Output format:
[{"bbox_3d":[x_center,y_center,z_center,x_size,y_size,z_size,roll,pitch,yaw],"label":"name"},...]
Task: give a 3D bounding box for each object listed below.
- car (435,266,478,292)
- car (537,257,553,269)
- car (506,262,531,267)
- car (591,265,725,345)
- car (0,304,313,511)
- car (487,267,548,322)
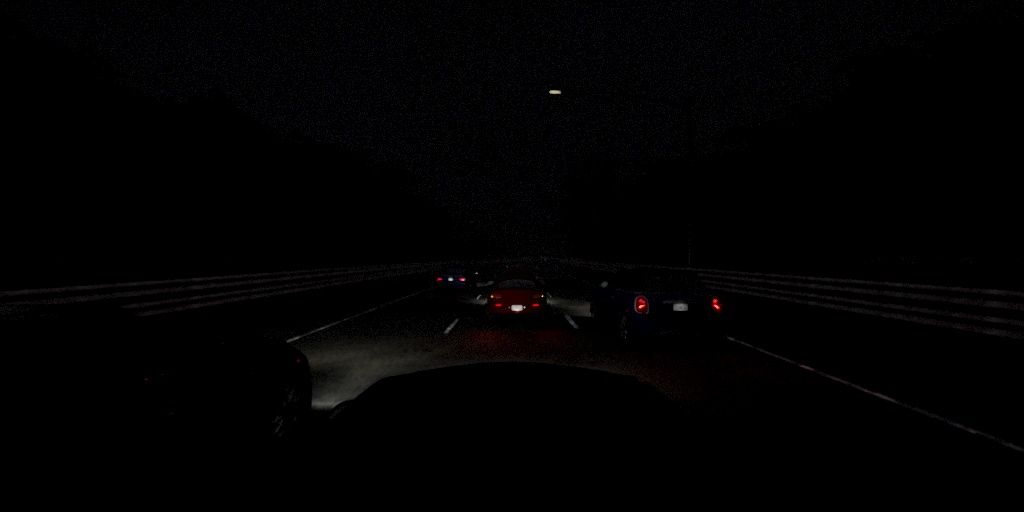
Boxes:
[{"bbox_3d":[-3.191,1.290,21.441,2.033,1.411,5.357,0,0,1],"label":"car"},{"bbox_3d":[5.215,1.375,59.511,2.128,1.511,4.902,0,0,3],"label":"car"},{"bbox_3d":[0.525,1.235,29.957,1.882,1.535,5.008,0,0,2],"label":"car"},{"bbox_3d":[3.542,1.096,9.620,2.097,1.767,4.553,0,0,1],"label":"car"},{"bbox_3d":[-3.388,1.099,2.357,2.097,1.767,4.553,0,0,0],"label":"car"},{"bbox_3d":[0.159,1.268,12.218,1.812,1.442,4.674,0,0,0],"label":"car"}]
